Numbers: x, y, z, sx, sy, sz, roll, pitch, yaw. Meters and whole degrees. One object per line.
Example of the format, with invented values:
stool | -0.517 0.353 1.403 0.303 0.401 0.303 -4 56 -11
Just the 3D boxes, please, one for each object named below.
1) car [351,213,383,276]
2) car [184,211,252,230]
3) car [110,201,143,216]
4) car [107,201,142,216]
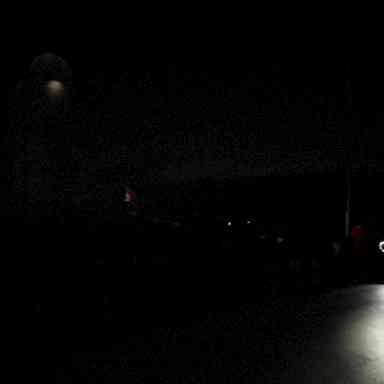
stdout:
car | 6.212 1.433 10.002 2.097 1.767 4.553 -1 -2 16
car | 1.385 1.838 20.234 1.895 1.301 4.718 1 -1 -36
car | -7.650 1.809 38.504 1.882 1.535 5.008 1 0 -36
car | -6.383 1.787 31.106 2.128 1.511 4.902 1 -1 -35
